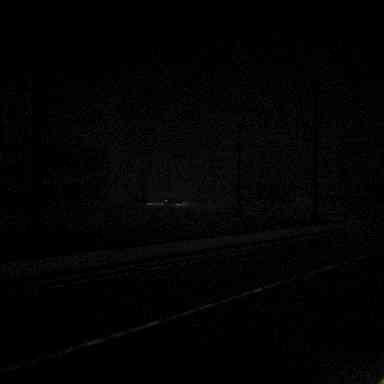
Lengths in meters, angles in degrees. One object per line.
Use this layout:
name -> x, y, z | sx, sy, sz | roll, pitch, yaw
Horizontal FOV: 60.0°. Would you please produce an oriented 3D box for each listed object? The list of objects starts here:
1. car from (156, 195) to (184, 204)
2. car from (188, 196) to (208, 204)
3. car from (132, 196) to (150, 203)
car -> -3.890, 1.565, 63.381 | 2.033, 1.411, 5.357 | 1, 0, -41
car -> 1.251, 1.615, 68.255 | 1.812, 1.442, 4.674 | 1, 0, -41
car -> -10.036, 1.438, 65.072 | 1.812, 1.442, 4.674 | 1, 0, -41
